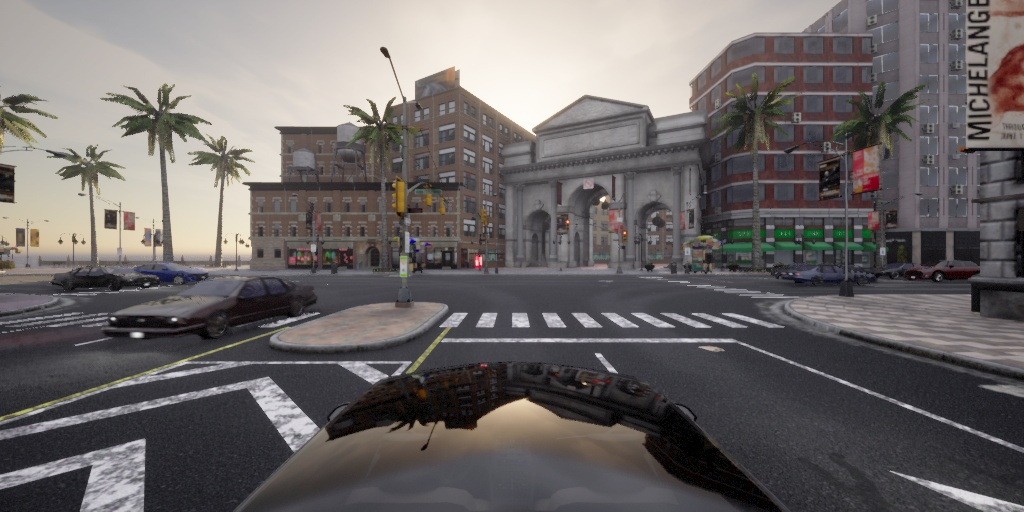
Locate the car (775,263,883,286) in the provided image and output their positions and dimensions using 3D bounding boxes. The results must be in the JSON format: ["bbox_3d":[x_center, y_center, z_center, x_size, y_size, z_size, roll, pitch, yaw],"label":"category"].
[{"bbox_3d":[21.834,1.297,24.868,5.357,1.411,2.033,0,0,0],"label":"car"}]

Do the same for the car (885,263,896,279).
[{"bbox_3d":[34.845,1.297,31.911,5.357,1.411,2.033,0,0,1],"label":"car"}]

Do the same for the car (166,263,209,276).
[{"bbox_3d":[-24.182,1.227,25.210,5.008,1.535,1.882,0,0,0],"label":"car"}]

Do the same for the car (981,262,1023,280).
[{"bbox_3d":[44.745,1.255,31.199,4.892,1.490,1.837,0,0,8],"label":"car"}]

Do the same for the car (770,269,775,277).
[{"bbox_3d":[25.589,1.314,32.013,4.181,1.385,1.994,0,0,1],"label":"car"}]

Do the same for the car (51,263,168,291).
[{"bbox_3d":[-24.233,1.297,21.444,5.357,1.411,2.033,0,0,6],"label":"car"}]

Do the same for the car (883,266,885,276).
[{"bbox_3d":[26.105,1.351,28.525,4.718,1.301,1.895,0,0,1],"label":"car"}]

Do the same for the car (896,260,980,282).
[{"bbox_3d":[34.060,1.102,28.372,4.553,1.767,2.097,0,0,2],"label":"car"}]

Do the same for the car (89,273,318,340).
[{"bbox_3d":[-7.857,1.297,10.295,2.033,1.411,5.357,0,0,3],"label":"car"}]
